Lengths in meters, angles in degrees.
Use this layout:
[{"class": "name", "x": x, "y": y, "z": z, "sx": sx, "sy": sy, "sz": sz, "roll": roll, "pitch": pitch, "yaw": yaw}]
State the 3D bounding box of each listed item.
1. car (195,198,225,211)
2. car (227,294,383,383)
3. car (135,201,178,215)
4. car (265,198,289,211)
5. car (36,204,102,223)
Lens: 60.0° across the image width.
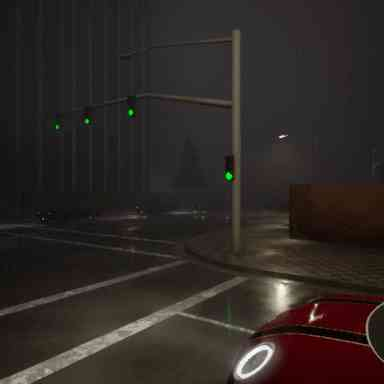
[{"class": "car", "x": 2.318, "y": 1.490, "z": 41.805, "sx": 2.128, "sy": 1.511, "sz": 4.902, "roll": 0, "pitch": 0, "yaw": 36}, {"class": "car", "x": 2.471, "y": 1.352, "z": 2.195, "sx": 4.553, "sy": 1.767, "sz": 2.097, "roll": 0, "pitch": 0, "yaw": 36}, {"class": "car", "x": -3.524, "y": 1.600, "z": 33.593, "sx": 1.895, "sy": 1.301, "sz": 4.718, "roll": 0, "pitch": 0, "yaw": 35}, {"class": "car", "x": 10.758, "y": 1.491, "z": 41.319, "sx": 2.128, "sy": 1.511, "sz": 4.902, "roll": 0, "pitch": 0, "yaw": 36}, {"class": "car", "x": -9.303, "y": 1.600, "z": 25.436, "sx": 1.895, "sy": 1.301, "sz": 4.718, "roll": 0, "pitch": 0, "yaw": 35}]
